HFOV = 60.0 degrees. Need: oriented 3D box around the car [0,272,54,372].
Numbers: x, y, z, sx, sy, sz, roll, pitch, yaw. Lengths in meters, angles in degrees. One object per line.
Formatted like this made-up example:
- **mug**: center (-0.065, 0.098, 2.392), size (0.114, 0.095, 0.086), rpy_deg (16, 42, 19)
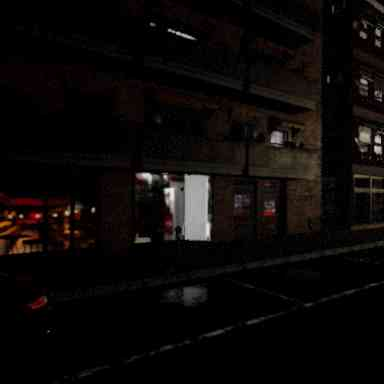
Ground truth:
- **car**: center (-3.852, 1.572, 3.811), size (4.206, 1.307, 1.802), rpy_deg (1, 0, -35)
